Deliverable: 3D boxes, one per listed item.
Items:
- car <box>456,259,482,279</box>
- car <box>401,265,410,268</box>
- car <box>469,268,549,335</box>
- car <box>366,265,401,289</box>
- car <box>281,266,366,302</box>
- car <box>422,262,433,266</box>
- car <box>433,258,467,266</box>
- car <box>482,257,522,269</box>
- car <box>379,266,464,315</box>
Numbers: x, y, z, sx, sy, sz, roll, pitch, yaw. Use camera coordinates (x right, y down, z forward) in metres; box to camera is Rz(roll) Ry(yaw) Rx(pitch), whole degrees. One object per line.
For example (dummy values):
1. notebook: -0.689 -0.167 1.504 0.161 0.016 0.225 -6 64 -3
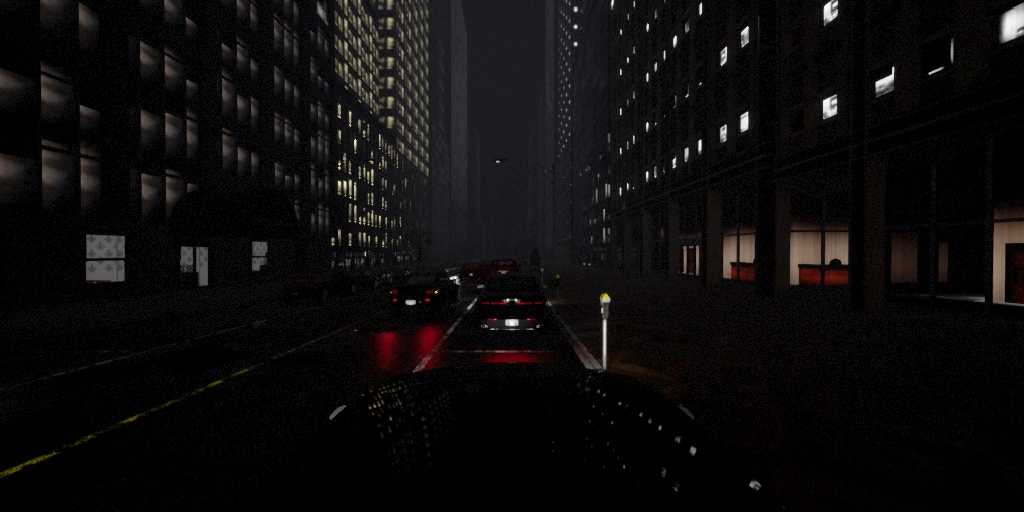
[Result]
1. car: -3.057 1.223 29.320 1.882 1.535 5.008 0 0 0
2. car: -8.837 1.327 28.206 1.802 1.307 4.207 0 0 0
3. car: -0.001 1.252 10.501 1.837 1.490 4.892 0 0 0
4. car: -8.838 1.297 22.523 2.007 1.370 4.403 0 0 0
5. car: -8.837 1.292 16.839 1.888 1.381 4.507 0 0 0
6. car: -8.837 1.294 39.574 2.007 1.370 4.403 0 0 0
7. car: -6.231 1.235 36.885 2.128 1.511 4.902 0 0 0
8. car: -0.457 1.061 22.523 2.192 1.841 5.009 0 0 0
9. car: -3.149 1.274 13.457 1.812 1.442 4.674 0 0 0
